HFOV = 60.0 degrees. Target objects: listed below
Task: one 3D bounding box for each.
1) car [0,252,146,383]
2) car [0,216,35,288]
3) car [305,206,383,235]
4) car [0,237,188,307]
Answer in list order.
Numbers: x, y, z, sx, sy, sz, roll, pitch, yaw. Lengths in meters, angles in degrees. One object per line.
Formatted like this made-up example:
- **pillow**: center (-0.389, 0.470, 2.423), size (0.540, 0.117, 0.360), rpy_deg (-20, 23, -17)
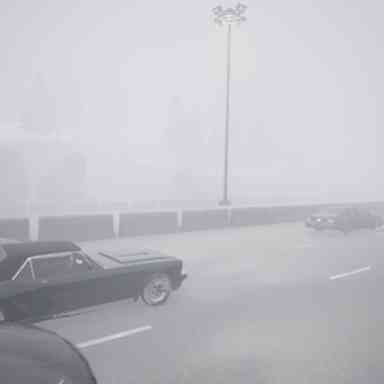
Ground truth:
- **car**: center (-2.938, 1.492, 1.651), size (4.902, 1.511, 2.128), rpy_deg (0, 0, -36)
- **car**: center (-6.521, 1.492, 7.694), size (4.902, 1.511, 2.128), rpy_deg (0, 0, -36)
- **car**: center (8.514, 1.465, 18.422), size (5.357, 1.411, 2.033), rpy_deg (-1, 0, -36)
- **car**: center (-2.438, 1.598, 6.307), size (4.718, 1.301, 1.895), rpy_deg (0, 0, -36)
